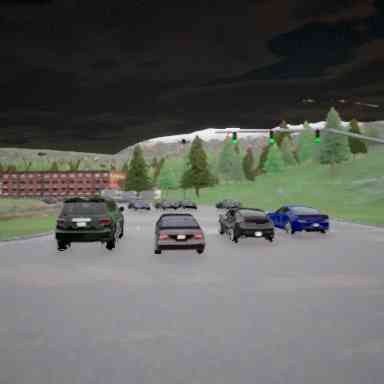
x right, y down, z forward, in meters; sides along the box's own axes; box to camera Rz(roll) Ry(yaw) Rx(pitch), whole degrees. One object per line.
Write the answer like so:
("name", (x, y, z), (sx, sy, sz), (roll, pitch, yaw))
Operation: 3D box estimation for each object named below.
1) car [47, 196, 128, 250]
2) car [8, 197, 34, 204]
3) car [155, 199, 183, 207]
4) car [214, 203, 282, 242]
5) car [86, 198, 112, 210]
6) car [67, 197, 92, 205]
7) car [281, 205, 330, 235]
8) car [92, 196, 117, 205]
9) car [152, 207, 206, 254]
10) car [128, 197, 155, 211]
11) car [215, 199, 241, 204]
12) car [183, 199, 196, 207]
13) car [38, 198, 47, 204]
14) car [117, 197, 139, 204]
("car", (-4.274, 1.251, 14.624), (2.150, 2.045, 5.566), (0, 0, -6))
("car", (-30.828, 1.660, 60.050), (5.008, 1.535, 1.882), (0, 0, 22))
("car", (-3.392, 1.594, 42.429), (2.033, 1.411, 5.357), (0, 0, -24))
("car", (2.520, 1.506, 16.356), (1.837, 1.490, 4.892), (0, 0, -6))
("car", (-12.576, 1.581, 44.644), (2.128, 1.511, 4.902), (0, 0, -31))
("car", (-21.262, 1.667, 63.002), (4.674, 1.442, 1.812), (0, 0, 29))
("car", (5.761, 1.466, 18.738), (1.882, 1.535, 5.008), (0, 0, -7))
("car", (-16.980, 1.627, 64.372), (4.892, 1.490, 1.837), (0, 0, 33))
("car", (-0.627, 1.560, 13.648), (2.033, 1.411, 5.357), (0, 0, -6))
("car", (-6.676, 1.608, 41.269), (2.033, 1.411, 5.357), (0, 0, -24))
("car", (4.538, 1.558, 41.670), (2.033, 1.411, 5.357), (0, 0, -19))
("car", (-1.055, 1.602, 45.185), (1.994, 1.385, 4.181), (0, 0, -25))
("car", (-25.994, 1.708, 61.652), (5.357, 1.411, 2.033), (0, 0, 26))
("car", (-12.578, 1.666, 65.400), (4.181, 1.385, 1.994), (0, 0, 36))
